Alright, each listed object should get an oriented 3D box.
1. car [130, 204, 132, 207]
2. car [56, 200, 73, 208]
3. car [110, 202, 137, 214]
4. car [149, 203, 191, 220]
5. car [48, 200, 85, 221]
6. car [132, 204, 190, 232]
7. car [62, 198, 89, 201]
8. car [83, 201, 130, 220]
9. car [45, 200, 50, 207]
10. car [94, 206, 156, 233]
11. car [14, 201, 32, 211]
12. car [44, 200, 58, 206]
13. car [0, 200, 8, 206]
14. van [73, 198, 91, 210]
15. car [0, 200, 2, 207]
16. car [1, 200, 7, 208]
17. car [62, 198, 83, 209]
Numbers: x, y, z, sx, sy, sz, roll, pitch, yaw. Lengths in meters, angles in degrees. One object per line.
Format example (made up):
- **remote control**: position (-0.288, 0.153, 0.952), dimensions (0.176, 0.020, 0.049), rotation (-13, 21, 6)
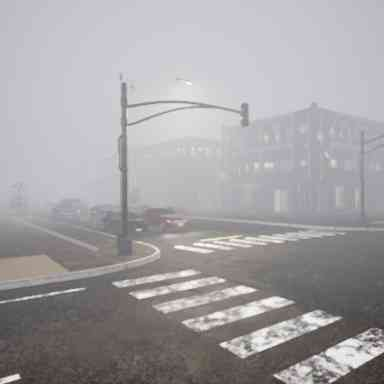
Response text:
- **car**: position (-5.450, 1.950, 37.226), dimensions (1.802, 1.307, 4.206), rotation (-1, 0, -35)
- **car**: position (-24.701, 2.277, 64.289), dimensions (1.887, 1.381, 4.507), rotation (-1, 0, -35)
- **car**: position (-8.658, 2.013, 41.736), dimensions (1.802, 1.307, 4.206), rotation (-1, 0, -35)
- **car**: position (-2.243, 1.855, 32.715), dimensions (2.008, 1.369, 4.403), rotation (-1, 0, -35)
- **car**: position (-12.281, 1.872, 32.367), dimensions (1.967, 1.590, 4.097), rotation (-1, 0, -35)
- **car**: position (-2.025, 1.776, 22.444), dimensions (1.812, 1.442, 4.674), rotation (-1, 0, -35)
- **car**: position (-14.084, 1.710, 39.420), dimensions (2.150, 2.045, 5.566), rotation (-1, 0, -35)
- **car**: position (-8.056, 1.862, 30.915), dimensions (2.128, 1.511, 4.902), rotation (-1, 0, -35)
- **car**: position (-24.524, 2.202, 59.589), dimensions (2.128, 1.511, 4.902), rotation (-1, 0, -36)
- **car**: position (-4.334, 1.838, 20.989), dimensions (1.947, 1.339, 4.313), rotation (-1, 0, -35)
- **car**: position (-28.222, 2.261, 54.781), dimensions (1.752, 1.417, 4.829), rotation (-1, 0, -35)
- **car**: position (-31.117, 2.414, 73.310), dimensions (1.947, 1.339, 4.313), rotation (-1, 0, -35)
- **car**: position (-44.362, 2.578, 77.472), dimensions (2.008, 1.369, 4.403), rotation (-1, 0, -35)
- **van**: position (-18.288, 1.955, 55.268), dimensions (1.690, 1.788, 3.998), rotation (-1, 0, -35)
- **car**: position (-41.156, 2.410, 72.961), dimensions (1.967, 1.590, 4.097), rotation (-1, 0, -35)
- **car**: position (-34.737, 2.405, 63.941), dimensions (2.008, 1.369, 4.403), rotation (-1, 0, -35)
- **car**: position (-21.497, 1.989, 59.778), dimensions (2.192, 1.841, 5.009), rotation (-1, 0, -35)
